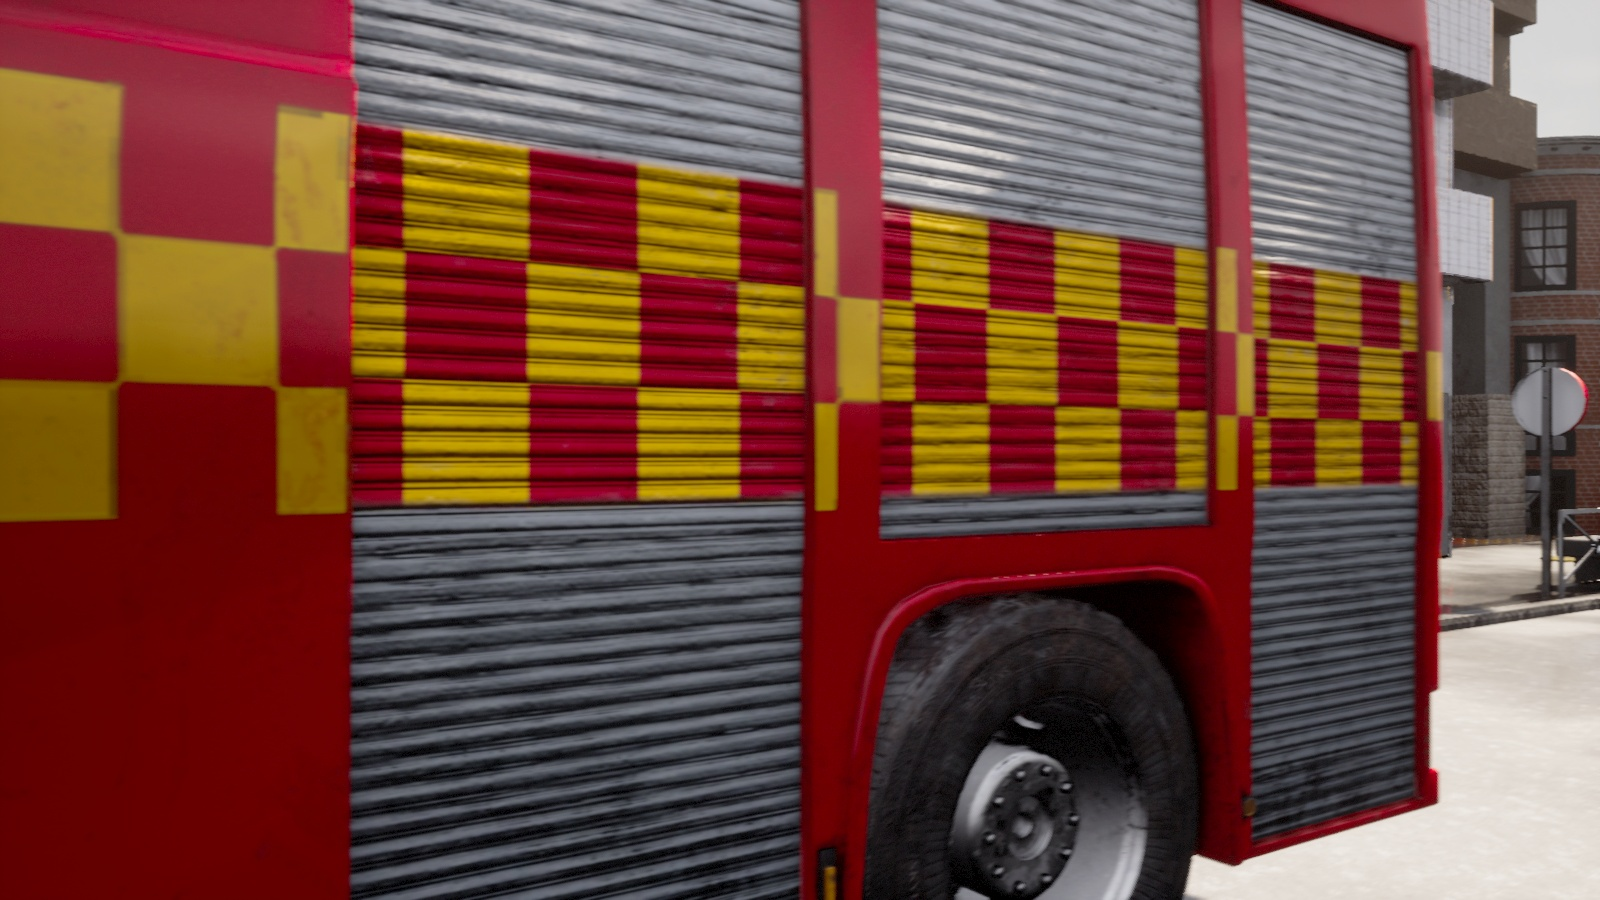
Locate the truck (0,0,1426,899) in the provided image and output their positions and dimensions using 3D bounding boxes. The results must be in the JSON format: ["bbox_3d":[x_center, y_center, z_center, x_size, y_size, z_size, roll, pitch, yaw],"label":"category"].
[{"bbox_3d":[-2.427,-0.409,2.588,8.468,3.827,2.891,0,0,-34],"label":"truck"}]
